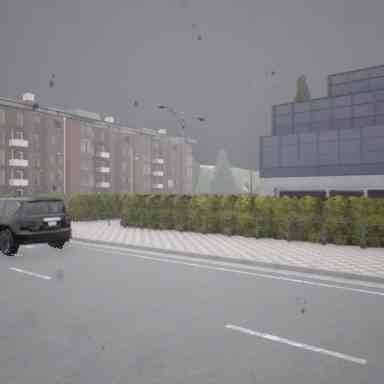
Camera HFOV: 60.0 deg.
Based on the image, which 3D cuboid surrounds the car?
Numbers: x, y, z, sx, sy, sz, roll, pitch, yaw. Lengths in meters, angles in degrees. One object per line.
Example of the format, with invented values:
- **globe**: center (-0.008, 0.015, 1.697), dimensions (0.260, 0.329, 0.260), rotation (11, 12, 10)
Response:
- **car**: center (-7.144, 1.221, 13.346), dimensions (5.566, 2.045, 2.150), rotation (0, 0, 35)
